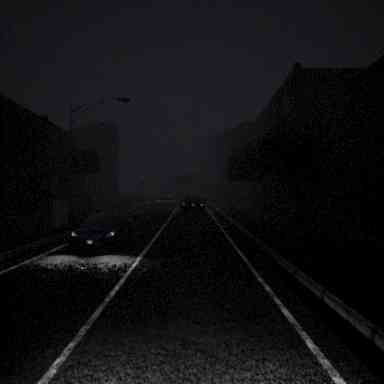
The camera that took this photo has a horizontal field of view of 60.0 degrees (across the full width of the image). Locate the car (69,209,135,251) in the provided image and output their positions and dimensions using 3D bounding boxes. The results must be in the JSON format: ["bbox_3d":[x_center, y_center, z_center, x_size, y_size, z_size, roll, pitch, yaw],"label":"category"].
[{"bbox_3d":[-3.604,1.479,14.055,1.812,1.442,4.674,0,0,0],"label":"car"}]

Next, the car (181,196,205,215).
[{"bbox_3d":[0.089,1.114,30.944,2.097,1.767,4.553,0,1,0],"label":"car"}]

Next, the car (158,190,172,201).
[{"bbox_3d":[-4.602,0.543,55.744,2.097,1.767,4.553,0,2,-8],"label":"car"}]
